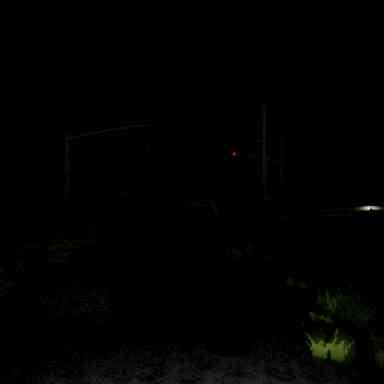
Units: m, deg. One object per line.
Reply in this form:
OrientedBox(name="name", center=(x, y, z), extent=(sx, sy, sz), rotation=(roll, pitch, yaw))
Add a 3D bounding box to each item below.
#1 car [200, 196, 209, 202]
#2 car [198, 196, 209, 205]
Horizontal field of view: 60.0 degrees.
OrientedBox(name="car", center=(2.894, 1.623, 75.984), extent=(1.994, 1.385, 4.181), rotation=(0, 0, 3))
OrientedBox(name="car", center=(2.127, 1.601, 60.728), extent=(2.033, 1.411, 5.357), rotation=(0, 0, 3))
